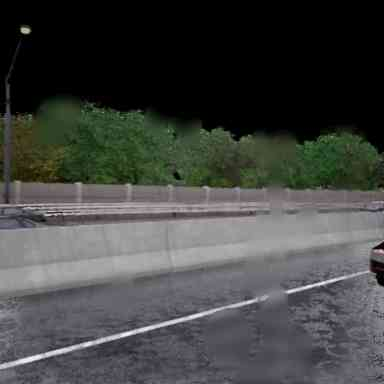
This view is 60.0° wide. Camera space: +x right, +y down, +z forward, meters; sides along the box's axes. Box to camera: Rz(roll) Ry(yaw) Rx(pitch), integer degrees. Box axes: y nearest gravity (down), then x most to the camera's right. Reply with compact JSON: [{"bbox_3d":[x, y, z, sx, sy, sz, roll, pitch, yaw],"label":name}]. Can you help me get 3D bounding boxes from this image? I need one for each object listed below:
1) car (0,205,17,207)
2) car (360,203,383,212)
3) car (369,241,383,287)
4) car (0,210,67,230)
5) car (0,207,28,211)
[{"bbox_3d":[-10.582,1.484,17.940,5.008,1.535,1.882,0,0,-35],"label":"car"},{"bbox_3d":[23.515,2.148,42.238,5.357,1.411,2.033,1,-1,-35],"label":"car"},{"bbox_3d":[6.311,1.562,8.248,4.902,1.511,2.128,1,0,-36],"label":"car"},{"bbox_3d":[-7.169,1.551,11.776,5.357,1.411,2.033,0,0,-35],"label":"car"},{"bbox_3d":[-9.407,1.566,14.478,4.181,1.385,1.994,0,0,-35],"label":"car"}]
